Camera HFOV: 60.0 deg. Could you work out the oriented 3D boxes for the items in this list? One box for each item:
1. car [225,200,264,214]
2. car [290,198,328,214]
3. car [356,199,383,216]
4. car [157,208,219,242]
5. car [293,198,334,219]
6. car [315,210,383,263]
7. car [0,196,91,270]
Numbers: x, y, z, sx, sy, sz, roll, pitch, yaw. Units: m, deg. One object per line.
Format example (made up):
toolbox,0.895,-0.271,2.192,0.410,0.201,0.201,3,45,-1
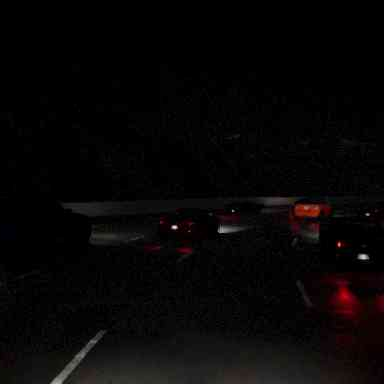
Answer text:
car,5.232,1.457,32.620,1.895,1.301,4.718,0,0,40
car,12.221,1.389,34.495,4.674,1.442,1.812,0,0,-43
car,15.679,1.501,28.299,1.895,1.301,4.718,0,0,44
car,-0.054,1.486,16.212,1.994,1.385,4.181,0,0,20
car,9.893,1.247,26.799,2.097,1.767,4.553,0,0,37
car,5.572,1.557,11.656,1.895,1.301,4.718,0,0,17
car,-5.570,1.155,11.119,2.150,2.045,5.566,0,0,13
